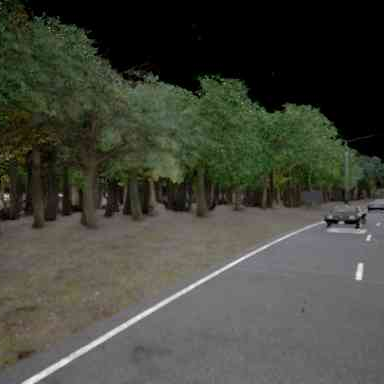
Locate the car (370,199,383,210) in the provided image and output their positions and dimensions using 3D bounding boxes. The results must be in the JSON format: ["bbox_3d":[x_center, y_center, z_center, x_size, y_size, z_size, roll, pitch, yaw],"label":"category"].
[{"bbox_3d":[20.912,1.458,37.234,1.994,1.385,4.181,-1,0,35],"label":"car"}]

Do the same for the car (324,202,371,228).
[{"bbox_3d":[9.802,1.485,21.011,1.895,1.301,4.718,-1,0,33],"label":"car"}]
